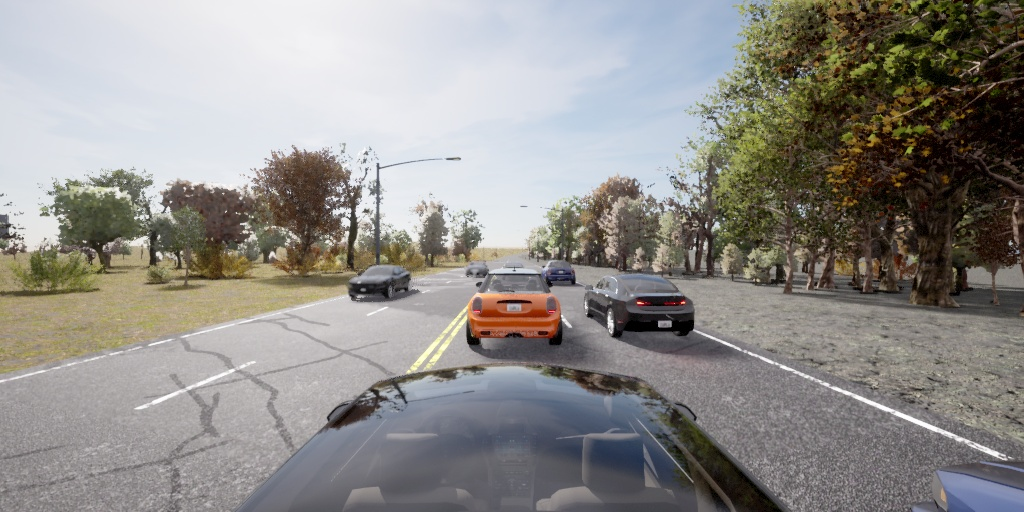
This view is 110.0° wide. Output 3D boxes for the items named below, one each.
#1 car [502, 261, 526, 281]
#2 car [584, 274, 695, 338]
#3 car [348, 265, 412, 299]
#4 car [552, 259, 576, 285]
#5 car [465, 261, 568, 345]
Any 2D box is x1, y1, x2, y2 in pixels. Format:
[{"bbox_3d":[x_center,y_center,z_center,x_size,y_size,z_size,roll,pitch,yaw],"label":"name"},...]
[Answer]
[{"bbox_3d":[0.127,1.225,30.992,1.882,1.535,5.008,0,0,-1],"label":"car"},{"bbox_3d":[3.319,1.246,10.211,1.837,1.490,4.892,-1,0,0],"label":"car"},{"bbox_3d":[-6.587,1.226,18.377,1.882,1.535,5.008,0,0,0],"label":"car"},{"bbox_3d":[3.329,1.092,26.442,2.097,1.767,4.553,-1,0,0],"label":"car"},{"bbox_3d":[0.066,1.101,9.639,2.097,1.767,4.553,0,0,0],"label":"car"}]
